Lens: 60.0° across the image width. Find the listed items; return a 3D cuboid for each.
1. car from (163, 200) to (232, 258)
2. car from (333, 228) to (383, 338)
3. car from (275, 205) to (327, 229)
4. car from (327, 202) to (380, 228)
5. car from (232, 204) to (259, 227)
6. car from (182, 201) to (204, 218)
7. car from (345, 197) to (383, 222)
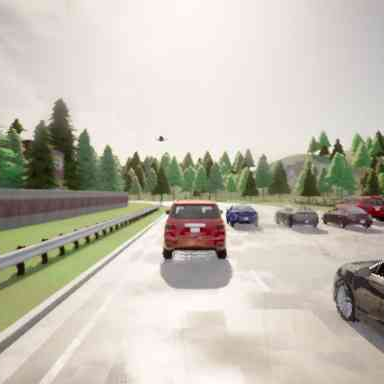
[{"bbox_3d":[0.098,1.309,13.249,2.150,2.045,5.566,0,0,0],"label":"car"},{"bbox_3d":[3.600,1.536,4.416,1.837,1.490,4.892,0,0,0],"label":"car"},{"bbox_3d":[7.097,1.640,22.930,2.128,1.511,4.902,0,0,0],"label":"car"},{"bbox_3d":[10.597,1.674,22.969,1.812,1.442,4.674,0,0,0],"label":"car"},{"bbox_3d":[3.597,1.635,24.484,1.882,1.535,5.008,0,0,0],"label":"car"},{"bbox_3d":[0.096,1.711,34.067,2.128,1.511,4.902,0,0,0],"label":"car"},{"bbox_3d":[14.096,1.404,27.963,2.150,2.045,5.566,0,0,0],"label":"car"}]
